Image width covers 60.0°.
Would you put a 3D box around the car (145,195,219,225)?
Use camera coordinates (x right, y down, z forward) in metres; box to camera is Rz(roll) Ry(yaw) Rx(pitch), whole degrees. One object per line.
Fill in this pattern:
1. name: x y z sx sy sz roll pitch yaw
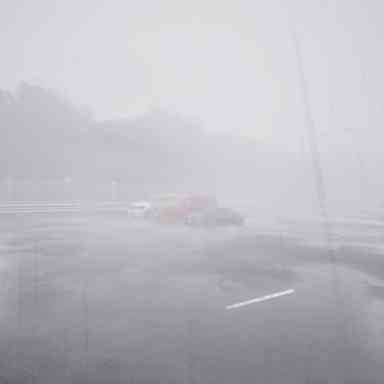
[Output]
1. car: -0.329 1.252 24.647 5.566 2.045 2.150 1 0 -37

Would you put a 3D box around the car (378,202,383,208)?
1. car: 31.548 2.060 53.208 4.181 1.385 1.994 3 2 -37

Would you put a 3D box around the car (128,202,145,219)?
1. car: -2.449 1.229 27.433 5.566 2.045 2.150 1 0 -37

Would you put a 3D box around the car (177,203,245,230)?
1. car: 1.457 1.613 21.618 4.181 1.385 1.994 1 0 -37
